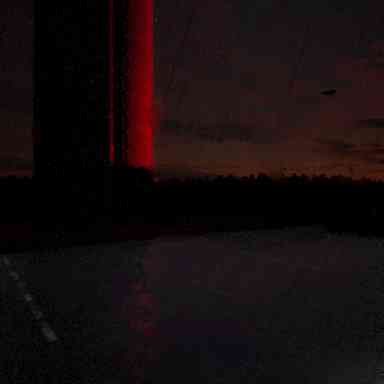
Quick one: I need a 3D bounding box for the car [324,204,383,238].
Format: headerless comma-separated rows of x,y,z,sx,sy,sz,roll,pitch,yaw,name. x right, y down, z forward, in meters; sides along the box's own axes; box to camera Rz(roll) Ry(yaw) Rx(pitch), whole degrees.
9.289,1.488,17.919,1.851,1.617,3.988,0,0,-36,car
